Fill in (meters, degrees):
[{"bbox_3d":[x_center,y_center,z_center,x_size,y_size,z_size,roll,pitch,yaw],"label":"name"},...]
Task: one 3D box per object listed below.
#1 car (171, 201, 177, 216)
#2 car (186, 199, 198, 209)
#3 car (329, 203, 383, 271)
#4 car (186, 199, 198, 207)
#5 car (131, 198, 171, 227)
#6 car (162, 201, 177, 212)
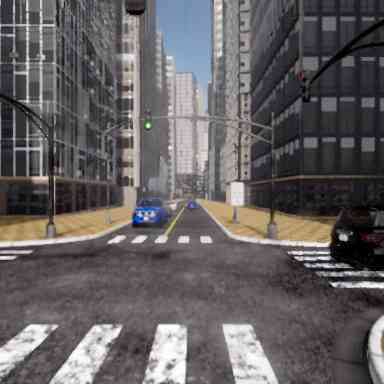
[{"bbox_3d":[-3.076,1.906,35.393,2.033,1.411,5.357,0,-1,0],"label":"car"},{"bbox_3d":[0.021,2.092,54.842,1.812,1.442,4.674,0,-1,0],"label":"car"},{"bbox_3d":[6.757,1.317,9.430,5.566,2.045,2.150,0,-1,-9],"label":"car"},{"bbox_3d":[0.025,2.170,64.859,2.128,1.511,4.902,0,-1,0],"label":"car"},{"bbox_3d":[-3.086,1.473,25.147,2.150,2.045,5.566,0,-1,0],"label":"car"},{"bbox_3d":[-3.062,2.000,46.265,1.812,1.442,4.674,0,-1,0],"label":"car"}]
